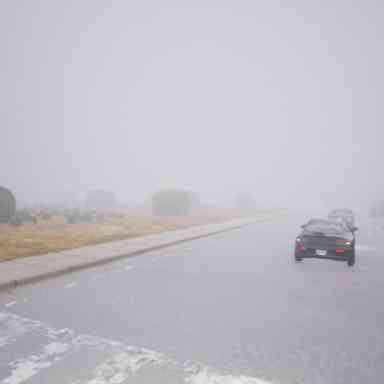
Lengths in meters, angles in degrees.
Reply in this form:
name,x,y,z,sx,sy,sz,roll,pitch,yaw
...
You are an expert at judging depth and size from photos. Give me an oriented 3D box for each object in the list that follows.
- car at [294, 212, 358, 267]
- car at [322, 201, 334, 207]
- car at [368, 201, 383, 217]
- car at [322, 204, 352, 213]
name,x,y,z,sx,sy,sz,roll,pitch,yaw
car,4.941,1.684,12.142,1.812,1.442,4.674,1,0,26
car,25.946,2.499,63.194,1.994,1.385,4.181,1,0,26
car,21.696,1.817,36.991,1.905,1.878,3.866,-5,-1,-16
car,11.342,1.942,25.269,2.033,1.411,5.357,1,0,26
